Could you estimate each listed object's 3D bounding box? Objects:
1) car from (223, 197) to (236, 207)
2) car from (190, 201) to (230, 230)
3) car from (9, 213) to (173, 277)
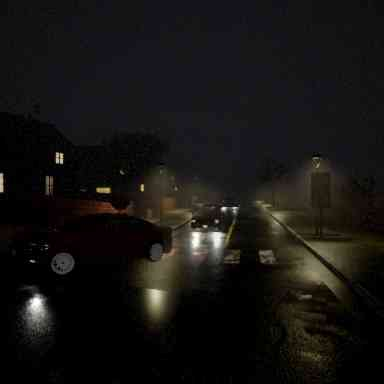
[{"bbox_3d":[5.528,1.486,49.093,1.812,1.442,4.674,0,0,9],"label":"car"},{"bbox_3d":[1.140,1.535,21.167,2.033,1.411,5.357,0,0,9],"label":"car"},{"bbox_3d":[-2.765,1.389,10.173,1.882,1.535,5.008,3,-1,42],"label":"car"}]
